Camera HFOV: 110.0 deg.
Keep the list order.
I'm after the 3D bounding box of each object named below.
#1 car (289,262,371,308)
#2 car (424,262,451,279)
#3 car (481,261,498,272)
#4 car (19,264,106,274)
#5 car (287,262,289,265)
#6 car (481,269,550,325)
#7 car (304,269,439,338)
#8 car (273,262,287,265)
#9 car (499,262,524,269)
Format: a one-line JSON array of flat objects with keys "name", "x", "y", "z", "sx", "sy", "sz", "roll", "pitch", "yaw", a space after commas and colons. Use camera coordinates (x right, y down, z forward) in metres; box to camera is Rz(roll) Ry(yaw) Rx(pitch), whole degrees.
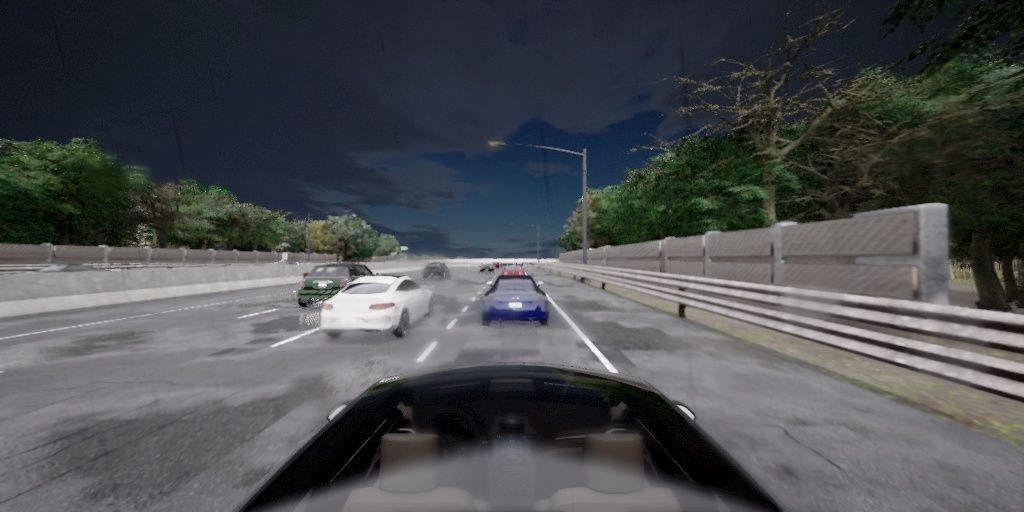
[{"name": "car", "x": -6.897, "y": 1.088, "z": 15.182, "sx": 2.097, "sy": 1.767, "sz": 4.553, "roll": 0, "pitch": 0, "yaw": 0}, {"name": "car", "x": -6.894, "y": 1.344, "z": 33.305, "sx": 1.837, "sy": 1.490, "sz": 4.892, "roll": 0, "pitch": -1, "yaw": 0}, {"name": "car", "x": -3.491, "y": 1.685, "z": 52.724, "sx": 1.895, "sy": 1.301, "sz": 4.718, "roll": 0, "pitch": -1, "yaw": 0}, {"name": "car", "x": -31.595, "y": 1.302, "z": 25.291, "sx": 1.812, "sy": 1.442, "sz": 4.674, "roll": 0, "pitch": 0, "yaw": 0}, {"name": "car", "x": -24.575, "y": 1.557, "z": 43.437, "sx": 1.895, "sy": 1.301, "sz": 4.718, "roll": 0, "pitch": -1, "yaw": 0}, {"name": "car", "x": 0.102, "y": 1.296, "z": 11.710, "sx": 1.994, "sy": 1.385, "sz": 4.181, "roll": 0, "pitch": 0, "yaw": 0}, {"name": "car", "x": -3.499, "y": 1.258, "z": 10.009, "sx": 1.812, "sy": 1.442, "sz": 4.674, "roll": 0, "pitch": 0, "yaw": 0}, {"name": "car", "x": -28.073, "y": 1.442, "z": 44.006, "sx": 1.882, "sy": 1.535, "sz": 5.008, "roll": 0, "pitch": -1, "yaw": 0}, {"name": "car", "x": 0.112, "y": 1.416, "z": 30.621, "sx": 1.895, "sy": 1.301, "sz": 4.718, "roll": 0, "pitch": 0, "yaw": 0}]
